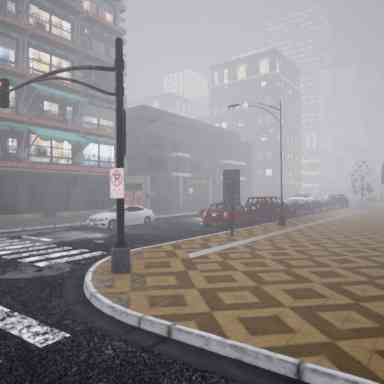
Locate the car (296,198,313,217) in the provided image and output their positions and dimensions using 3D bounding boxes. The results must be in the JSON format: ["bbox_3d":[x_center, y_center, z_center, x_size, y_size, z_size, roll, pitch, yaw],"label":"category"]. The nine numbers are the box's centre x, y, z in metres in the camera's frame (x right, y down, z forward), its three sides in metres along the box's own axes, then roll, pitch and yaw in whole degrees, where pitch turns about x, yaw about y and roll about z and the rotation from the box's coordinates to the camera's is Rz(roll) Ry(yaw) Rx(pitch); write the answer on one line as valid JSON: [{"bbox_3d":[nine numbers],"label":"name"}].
[{"bbox_3d":[9.064,1.470,29.779,1.802,1.307,4.206,-1,0,36],"label":"car"}]

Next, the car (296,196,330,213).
[{"bbox_3d":[12.375,1.420,34.287,1.887,1.381,4.507,-1,0,36],"label":"car"}]

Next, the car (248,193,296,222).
[{"bbox_3d":[5.750,1.215,25.273,2.192,1.841,5.009,-1,0,36],"label":"car"}]

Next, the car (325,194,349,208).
[{"bbox_3d":[18.996,1.166,43.302,2.192,1.841,5.009,-1,0,36],"label":"car"}]

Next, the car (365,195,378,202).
[{"bbox_3d":[35.555,1.332,65.838,1.887,1.381,4.507,-1,0,36],"label":"car"}]

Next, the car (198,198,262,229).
[{"bbox_3d":[2.439,1.352,20.765,1.967,1.590,4.097,-1,0,36],"label":"car"}]

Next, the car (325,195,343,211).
[{"bbox_3d":[15.686,1.414,38.794,2.008,1.369,4.403,-1,0,36],"label":"car"}]

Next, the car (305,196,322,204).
[{"bbox_3d":[22.481,1.438,61.352,1.752,1.417,4.829,-1,0,36],"label":"car"}]

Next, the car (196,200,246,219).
[{"bbox_3d":[2.724,1.510,30.300,2.033,1.411,5.357,-1,0,36],"label":"car"}]

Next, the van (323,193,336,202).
[{"bbox_3d":[29.203,1.227,70.504,1.690,1.788,3.998,-1,0,36],"label":"van"}]

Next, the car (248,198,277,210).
[{"bbox_3d":[9.235,1.488,43.322,1.752,1.417,4.829,-1,0,36],"label":"car"}]

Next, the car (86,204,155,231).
[{"bbox_3d":[-4.303,1.514,20.734,1.812,1.442,4.674,-1,0,36],"label":"car"}]

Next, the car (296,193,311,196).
[{"bbox_3d":[15.492,1.142,47.533,2.150,2.045,5.566,-1,-1,37],"label":"car"}]
